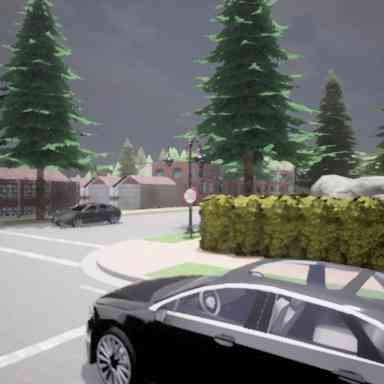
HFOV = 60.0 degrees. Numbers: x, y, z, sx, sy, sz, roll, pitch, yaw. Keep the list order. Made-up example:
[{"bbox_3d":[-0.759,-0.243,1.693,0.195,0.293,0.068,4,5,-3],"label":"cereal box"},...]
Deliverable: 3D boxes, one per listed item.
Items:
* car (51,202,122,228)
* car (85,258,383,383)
[{"bbox_3d":[-6.857,1.475,21.997,1.837,1.490,4.892,0,0,35],"label":"car"},{"bbox_3d":[0.842,1.492,3.483,4.902,1.511,2.128,0,0,38],"label":"car"}]
